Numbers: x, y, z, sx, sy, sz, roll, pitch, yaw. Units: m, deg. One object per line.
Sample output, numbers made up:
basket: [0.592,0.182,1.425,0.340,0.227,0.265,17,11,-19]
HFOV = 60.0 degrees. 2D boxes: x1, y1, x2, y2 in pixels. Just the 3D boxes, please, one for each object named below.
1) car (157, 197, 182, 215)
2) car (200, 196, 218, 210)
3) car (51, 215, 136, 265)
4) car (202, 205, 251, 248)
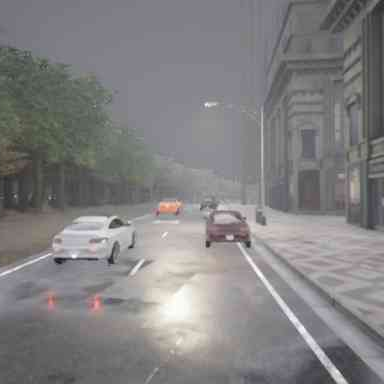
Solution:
car: [-2.166,1.352,33.395,2.097,1.767,4.553,0,0,4]
car: [2.064,1.588,43.003,1.837,1.490,4.892,0,-1,4]
car: [-3.211,1.512,11.534,1.812,1.442,4.674,0,0,1]
car: [1.472,1.502,14.625,1.812,1.442,4.674,0,0,2]
